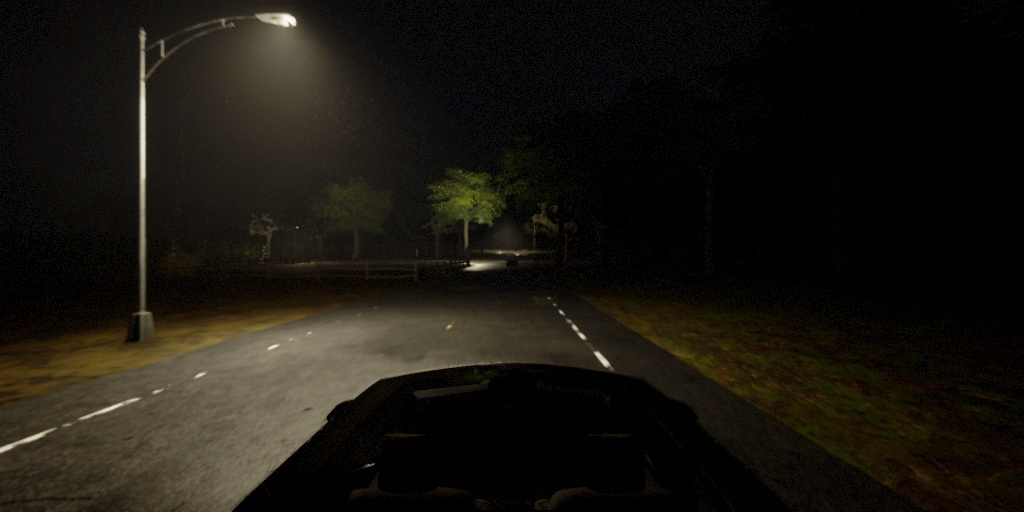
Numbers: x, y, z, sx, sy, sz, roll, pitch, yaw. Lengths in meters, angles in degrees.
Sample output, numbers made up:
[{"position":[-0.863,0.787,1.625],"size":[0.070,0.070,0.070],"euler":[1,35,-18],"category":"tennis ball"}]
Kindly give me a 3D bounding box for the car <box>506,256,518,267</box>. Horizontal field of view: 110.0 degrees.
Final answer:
[{"position":[-0.005,1.119,56.985],"size":[1.994,1.385,4.181],"euler":[0,0,0],"category":"car"}]
